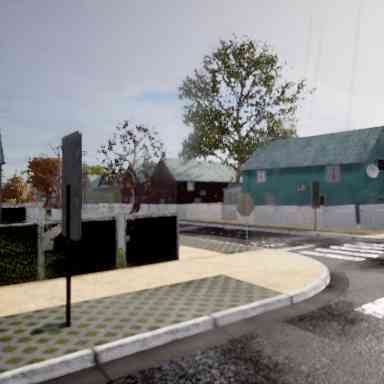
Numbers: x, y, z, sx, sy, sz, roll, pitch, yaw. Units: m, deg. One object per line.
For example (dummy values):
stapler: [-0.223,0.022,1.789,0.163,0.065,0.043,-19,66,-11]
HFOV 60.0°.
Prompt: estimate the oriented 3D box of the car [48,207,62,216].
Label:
car: [-18.789,2.727,46.978,1.895,1.301,4.718,0,-2,-35]
